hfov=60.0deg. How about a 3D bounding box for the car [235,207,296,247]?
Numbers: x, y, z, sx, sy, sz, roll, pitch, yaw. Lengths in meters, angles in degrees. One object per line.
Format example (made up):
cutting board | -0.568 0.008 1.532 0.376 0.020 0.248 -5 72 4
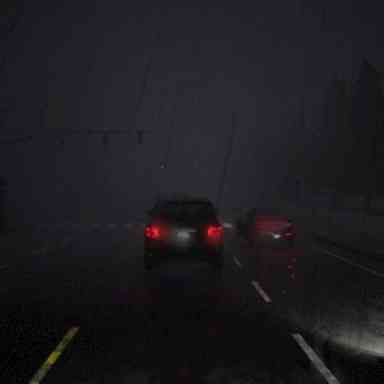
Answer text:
car | 3.080 1.408 14.677 2.128 1.511 4.902 0 0 -1

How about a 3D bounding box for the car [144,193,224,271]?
car | -0.292 1.165 10.863 2.150 2.045 5.566 0 0 -2
